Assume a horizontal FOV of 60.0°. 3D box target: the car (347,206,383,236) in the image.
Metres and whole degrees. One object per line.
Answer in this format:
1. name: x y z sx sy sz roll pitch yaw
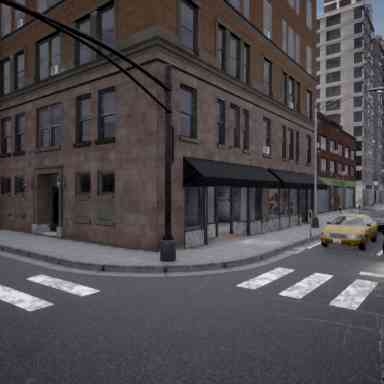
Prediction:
1. car: 10.485 1.586 19.172 1.947 1.339 4.313 0 0 37

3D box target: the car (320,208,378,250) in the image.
1. car: 6.962 1.544 14.533 1.752 1.417 4.829 0 0 37

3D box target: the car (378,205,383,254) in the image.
1. car: 8.394 1.373 11.941 2.097 1.767 4.553 0 0 39

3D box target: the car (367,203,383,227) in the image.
1. car: 13.803 1.545 23.540 1.752 1.417 4.829 0 0 37
